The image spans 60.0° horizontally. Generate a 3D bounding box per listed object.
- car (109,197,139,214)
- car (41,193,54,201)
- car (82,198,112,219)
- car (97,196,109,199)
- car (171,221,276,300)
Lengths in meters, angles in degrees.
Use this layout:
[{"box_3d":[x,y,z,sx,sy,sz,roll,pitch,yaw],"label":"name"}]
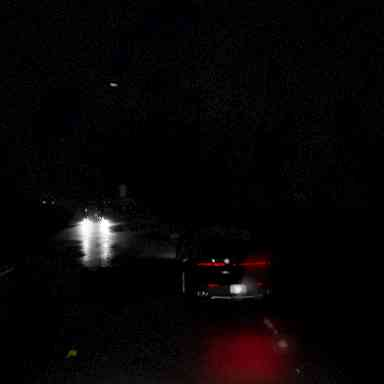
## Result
[{"box_3d":[-6.622,1.310,32.943,1.882,1.535,5.008,1,0,-23],"label":"car"},{"box_3d":[-28.439,0.975,65.552,1.882,1.535,5.008,1,0,-31],"label":"car"},{"box_3d":[-8.096,1.441,27.656,1.895,1.301,4.718,1,0,-19],"label":"car"},{"box_3d":[-11.743,1.265,43.864,2.033,1.411,5.357,1,0,-31],"label":"car"},{"box_3d":[0.581,1.484,8.378,1.837,1.490,4.892,0,0,-6],"label":"car"}]
